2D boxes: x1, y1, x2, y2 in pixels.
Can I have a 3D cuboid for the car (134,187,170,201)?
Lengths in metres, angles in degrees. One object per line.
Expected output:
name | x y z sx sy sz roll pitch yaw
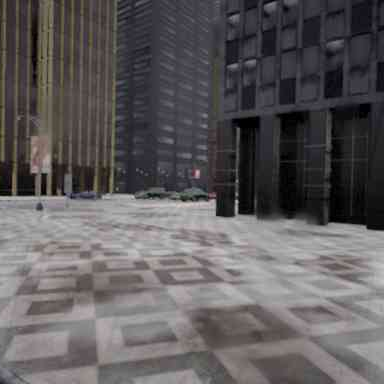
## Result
car | -6.407 0.300 51.578 2.150 2.045 5.566 2 1 37

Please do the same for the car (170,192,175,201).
car | -1.145 0.727 52.993 2.033 1.411 5.357 2 1 37

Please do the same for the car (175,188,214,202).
car | 0.508 0.492 49.786 2.150 2.045 5.566 2 1 37

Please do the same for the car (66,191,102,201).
car | -14.816 0.573 45.793 1.895 1.301 4.718 2 1 37

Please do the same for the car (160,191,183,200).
car | -3.705 0.606 60.518 1.994 1.385 4.181 2 1 37

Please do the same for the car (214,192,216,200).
car | 4.495 0.754 60.638 1.994 1.385 4.181 2 1 37

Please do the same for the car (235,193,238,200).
car | 6.850 0.788 58.359 1.837 1.490 4.892 2 1 37
